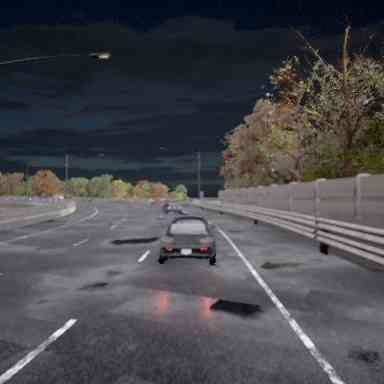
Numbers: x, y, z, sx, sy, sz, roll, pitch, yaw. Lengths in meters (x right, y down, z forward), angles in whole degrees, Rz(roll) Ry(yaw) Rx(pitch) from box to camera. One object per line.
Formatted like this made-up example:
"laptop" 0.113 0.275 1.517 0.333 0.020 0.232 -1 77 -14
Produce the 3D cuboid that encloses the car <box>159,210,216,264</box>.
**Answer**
"car" -0.104 1.618 12.132 1.812 1.442 4.674 0 0 2

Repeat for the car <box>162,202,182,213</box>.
"car" -2.452 1.832 39.456 2.033 1.411 5.357 0 0 -12
